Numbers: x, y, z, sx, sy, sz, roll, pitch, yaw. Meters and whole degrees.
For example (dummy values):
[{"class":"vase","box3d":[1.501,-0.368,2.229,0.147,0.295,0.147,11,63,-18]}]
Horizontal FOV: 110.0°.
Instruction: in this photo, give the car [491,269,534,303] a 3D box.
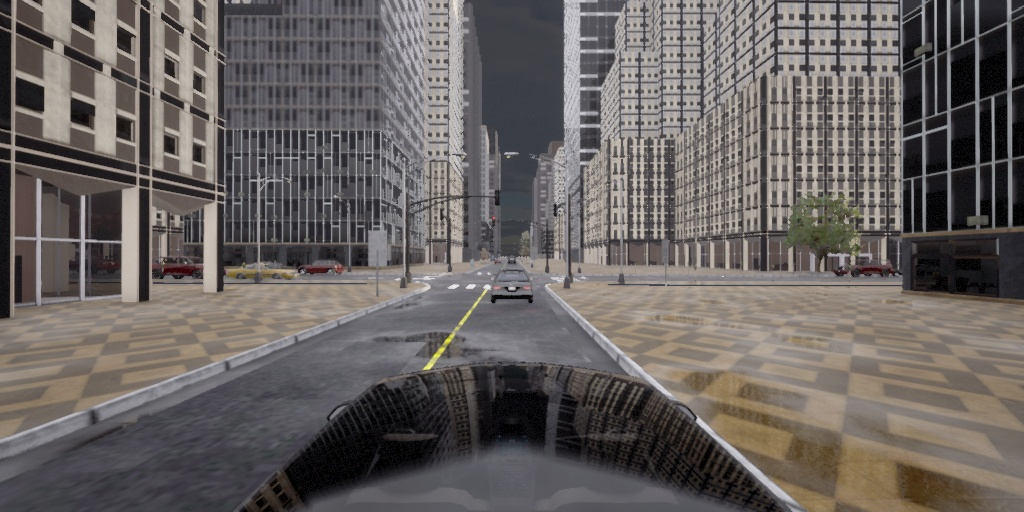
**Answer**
[{"class":"car","box3d":[0.000,1.313,16.500,2.033,1.411,5.357,0,0,0]}]

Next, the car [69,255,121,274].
[{"class":"car","box3d":[-41.906,0.844,35.451,5.009,1.841,2.192,0,0,-1]}]

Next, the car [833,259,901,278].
[{"class":"car","box3d":[35.971,1.242,36.723,5.009,1.841,2.192,0,0,-1]}]

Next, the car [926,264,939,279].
[{"class":"car","box3d":[36.278,1.422,28.347,4.829,1.417,1.751,0,0,-1]}]

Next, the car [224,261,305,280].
[{"class":"car","box3d":[-18.899,1.164,27.316,4.829,1.417,1.751,0,0,-1]}]

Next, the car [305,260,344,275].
[{"class":"car","box3d":[-19.210,1.110,35.951,4.097,1.591,1.967,0,0,-1]}]

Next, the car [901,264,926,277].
[{"class":"car","box3d":[41.667,1.513,36.816,4.313,1.339,1.948,0,0,-1]}]

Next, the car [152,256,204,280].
[{"class":"car","box3d":[-24.747,0.920,27.250,5.009,1.841,2.192,0,0,-1]}]
